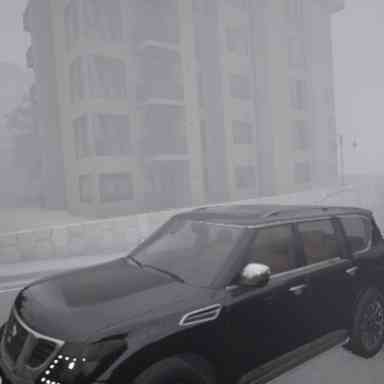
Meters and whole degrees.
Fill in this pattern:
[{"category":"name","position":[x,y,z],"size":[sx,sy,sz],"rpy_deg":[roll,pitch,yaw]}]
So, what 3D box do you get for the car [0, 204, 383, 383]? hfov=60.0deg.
[{"category":"car","position":[0.596,1.224,4.443],"size":[5.566,2.045,2.150],"rpy_deg":[0,0,-36]}]
